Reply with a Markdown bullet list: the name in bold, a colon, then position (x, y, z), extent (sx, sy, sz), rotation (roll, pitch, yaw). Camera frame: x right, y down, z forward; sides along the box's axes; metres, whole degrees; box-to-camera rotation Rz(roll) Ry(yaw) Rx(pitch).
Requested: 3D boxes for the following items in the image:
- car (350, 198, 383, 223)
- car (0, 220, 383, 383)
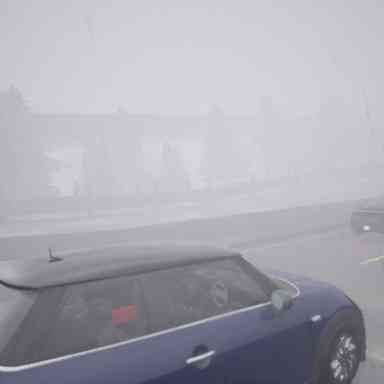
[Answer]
- **car**: position (8.700, 0.974, 14.247), extent (4.892, 1.490, 1.837), rotation (-5, 3, -35)
- **car**: position (-0.058, 1.335, 3.703), extent (4.553, 1.767, 2.097), rotation (-1, 0, -35)
